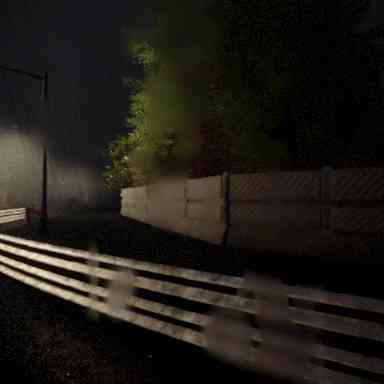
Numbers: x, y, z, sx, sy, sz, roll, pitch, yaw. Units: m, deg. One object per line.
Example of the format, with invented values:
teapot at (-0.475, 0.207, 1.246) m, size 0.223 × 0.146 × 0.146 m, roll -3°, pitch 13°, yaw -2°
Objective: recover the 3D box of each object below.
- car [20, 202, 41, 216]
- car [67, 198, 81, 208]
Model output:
car at (-19.180, 1.958, 40.371) m, size 2.097 × 1.767 × 4.553 m, roll 0°, pitch -1°, yaw -11°
car at (-24.789, 2.270, 69.665) m, size 2.150 × 2.045 × 5.566 m, roll 0°, pitch -1°, yaw -11°
